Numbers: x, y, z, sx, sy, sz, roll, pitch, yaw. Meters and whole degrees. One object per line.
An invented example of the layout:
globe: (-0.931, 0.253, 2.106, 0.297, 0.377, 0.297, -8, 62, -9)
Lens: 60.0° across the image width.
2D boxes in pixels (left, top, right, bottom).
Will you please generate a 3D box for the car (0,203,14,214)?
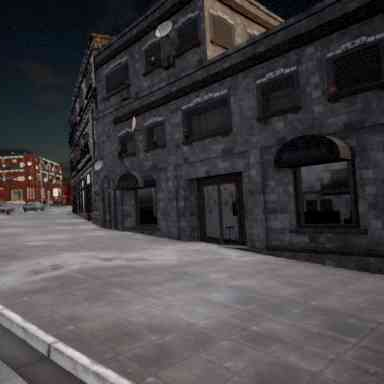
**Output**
car: (-23.128, 2.074, 39.211, 1.812, 1.442, 4.674, -3, -1, -5)

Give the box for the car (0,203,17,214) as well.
car: (-27.500, 2.394, 47.825, 2.128, 1.511, 4.902, -3, -1, -3)

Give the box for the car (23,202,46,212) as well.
car: (-24.094, 2.254, 51.047, 2.128, 1.511, 4.902, -3, -1, -3)
